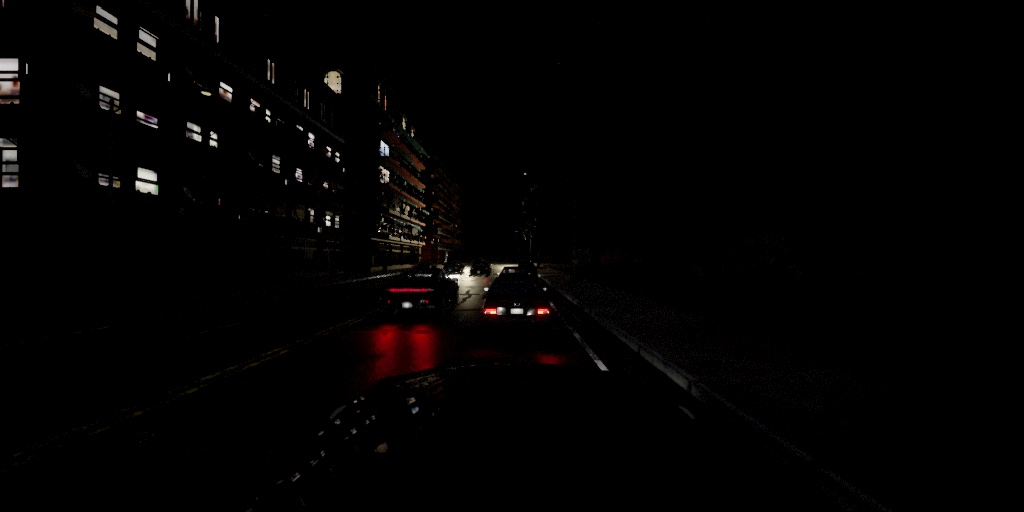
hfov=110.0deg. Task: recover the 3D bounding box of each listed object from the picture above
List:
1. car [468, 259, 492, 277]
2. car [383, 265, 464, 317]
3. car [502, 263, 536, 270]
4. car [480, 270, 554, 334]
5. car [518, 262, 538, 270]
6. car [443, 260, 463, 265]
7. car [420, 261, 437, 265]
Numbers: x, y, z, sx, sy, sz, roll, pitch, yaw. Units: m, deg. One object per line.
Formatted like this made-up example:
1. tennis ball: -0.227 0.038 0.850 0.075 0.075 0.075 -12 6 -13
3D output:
1. car: -3.117 1.279 35.865 1.812 1.442 4.674 0 0 0
2. car: -3.144 1.243 13.167 2.128 1.511 4.902 0 0 0
3. car: 0.112 1.300 20.987 2.033 1.411 5.357 0 0 0
4. car: 0.107 1.299 10.626 2.033 1.411 5.357 0 0 0
5. car: 1.157 1.259 30.755 1.837 1.490 4.892 0 0 0
6. car: -6.575 1.245 40.548 2.128 1.511 4.902 0 0 0
7. car: -9.824 1.301 41.087 2.033 1.411 5.357 0 0 0
